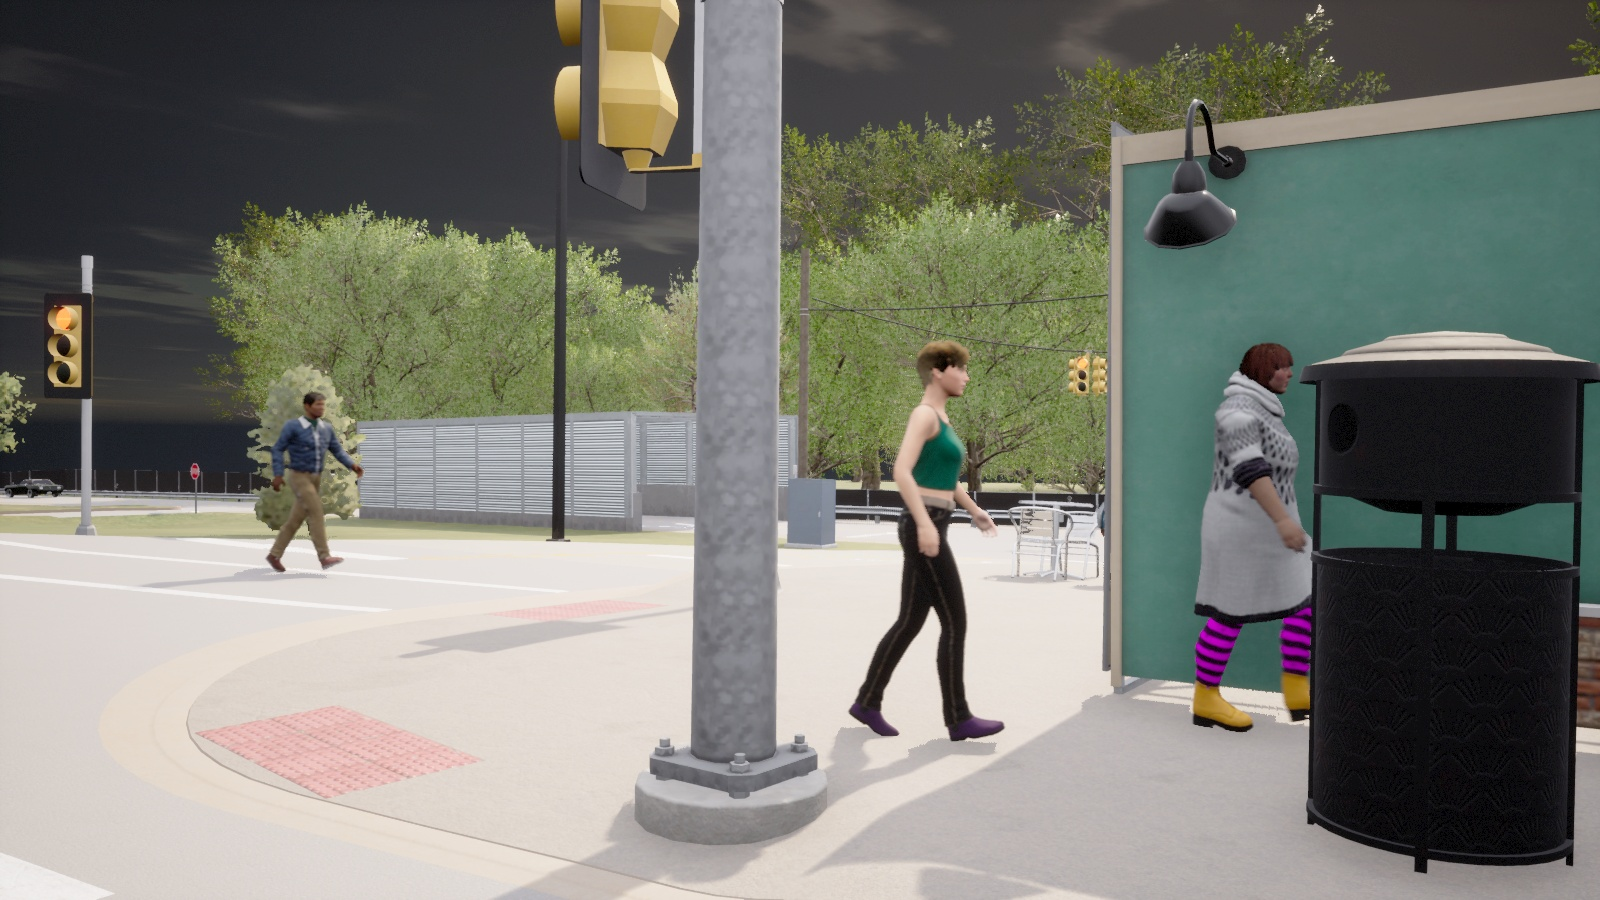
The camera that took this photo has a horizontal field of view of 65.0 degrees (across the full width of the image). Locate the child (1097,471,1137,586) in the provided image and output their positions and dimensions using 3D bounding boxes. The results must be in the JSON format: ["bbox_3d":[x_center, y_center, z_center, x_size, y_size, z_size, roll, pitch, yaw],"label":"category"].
[{"bbox_3d":[3.407,0.832,13.482,0.343,1.192,0.448,0,1,24],"label":"child"}]

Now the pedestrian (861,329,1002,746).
[{"bbox_3d":[0.608,0.383,5.757,0.594,1.836,0.345,0,1,14],"label":"pedestrian"}]

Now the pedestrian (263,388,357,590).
[{"bbox_3d":[-4.849,0.373,12.430,0.788,1.949,0.423,0,1,24],"label":"pedestrian"}]

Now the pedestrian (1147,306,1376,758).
[{"bbox_3d":[2.179,0.348,5.930,0.873,1.952,0.659,0,1,35],"label":"pedestrian"}]
